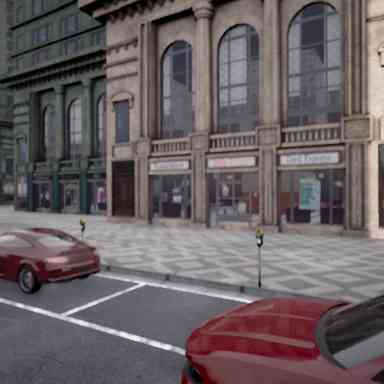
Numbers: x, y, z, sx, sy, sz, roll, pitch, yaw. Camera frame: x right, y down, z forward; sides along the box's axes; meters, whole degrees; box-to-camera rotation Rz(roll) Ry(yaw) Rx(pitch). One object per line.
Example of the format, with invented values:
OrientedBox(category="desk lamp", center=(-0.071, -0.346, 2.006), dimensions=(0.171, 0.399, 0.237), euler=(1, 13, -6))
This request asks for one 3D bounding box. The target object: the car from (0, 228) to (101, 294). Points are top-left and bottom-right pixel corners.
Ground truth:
OrientedBox(category="car", center=(-4.195, 1.569, 8.494), dimensions=(4.206, 1.307, 1.802), euler=(0, 0, 30))

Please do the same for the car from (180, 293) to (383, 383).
OrientedBox(category="car", center=(2.272, 1.477, 2.472), dimensions=(5.008, 1.535, 1.882), euler=(0, 0, 28))
